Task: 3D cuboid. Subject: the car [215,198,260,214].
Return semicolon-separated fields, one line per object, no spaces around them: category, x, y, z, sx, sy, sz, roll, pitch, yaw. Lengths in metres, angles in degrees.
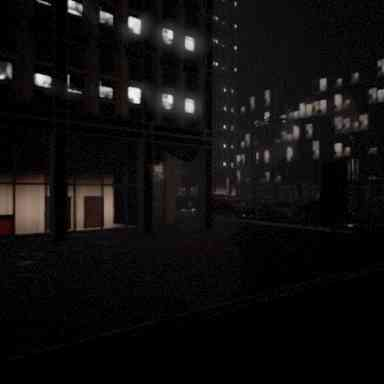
car;4.489;1.364;33.509;1.812;1.442;4.674;0;0;-36

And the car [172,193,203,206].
car;-0.814;1.062;50.457;2.192;1.841;5.009;1;0;-36

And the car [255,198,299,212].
car;9.373;1.406;36.821;2.008;1.369;4.403;1;0;-36

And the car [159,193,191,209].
car;-1.690;1.265;41.902;2.128;1.511;4.902;0;0;-36

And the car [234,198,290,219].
car;5.921;1.393;27.003;1.752;1.417;4.829;1;0;-36

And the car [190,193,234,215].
car;2.473;1.148;31.726;2.192;1.841;5.009;1;0;-36

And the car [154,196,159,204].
car;-4.288;1.234;55.159;1.752;1.417;4.829;1;0;-36

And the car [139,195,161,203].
car;-7.557;1.216;59.587;1.887;1.381;4.507;1;0;-36

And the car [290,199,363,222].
car;10.417;1.374;25.490;1.882;1.535;5.008;0;0;-38

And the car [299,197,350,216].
car;12.771;1.329;32.271;1.967;1.590;4.097;1;0;-36
